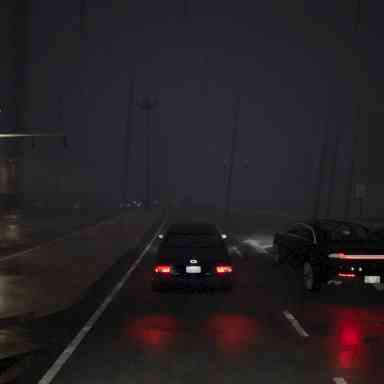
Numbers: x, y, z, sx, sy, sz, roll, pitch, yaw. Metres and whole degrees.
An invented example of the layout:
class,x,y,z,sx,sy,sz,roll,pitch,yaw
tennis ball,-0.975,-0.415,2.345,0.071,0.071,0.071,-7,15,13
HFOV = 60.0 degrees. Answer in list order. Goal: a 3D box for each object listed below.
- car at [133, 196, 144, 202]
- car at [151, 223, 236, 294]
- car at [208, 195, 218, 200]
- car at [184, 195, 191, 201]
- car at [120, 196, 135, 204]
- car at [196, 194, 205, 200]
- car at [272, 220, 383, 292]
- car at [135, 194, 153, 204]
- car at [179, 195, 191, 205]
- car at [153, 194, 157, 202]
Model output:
class,x,y,z,sx,sy,sz,roll,pitch,yaw
car,-12.686,1.595,79.764,1.895,1.301,4.718,0,0,0
car,0.019,1.547,8.953,2.033,1.411,5.357,0,0,0
car,5.826,1.472,89.336,1.882,1.535,5.008,0,0,0
car,-1.174,1.534,89.329,2.033,1.411,5.357,0,0,0
car,-12.736,1.526,64.788,1.812,1.442,4.674,0,0,1
car,2.326,1.496,89.406,1.837,1.490,4.892,0,0,0
car,3.518,1.491,8.901,2.128,1.511,4.902,0,0,0
car,-9.247,1.505,64.367,1.837,1.490,4.892,0,0,1
car,-1.213,1.563,58.437,1.994,1.385,4.181,0,0,0
car,-9.187,1.355,79.444,2.097,1.767,4.553,0,0,0
